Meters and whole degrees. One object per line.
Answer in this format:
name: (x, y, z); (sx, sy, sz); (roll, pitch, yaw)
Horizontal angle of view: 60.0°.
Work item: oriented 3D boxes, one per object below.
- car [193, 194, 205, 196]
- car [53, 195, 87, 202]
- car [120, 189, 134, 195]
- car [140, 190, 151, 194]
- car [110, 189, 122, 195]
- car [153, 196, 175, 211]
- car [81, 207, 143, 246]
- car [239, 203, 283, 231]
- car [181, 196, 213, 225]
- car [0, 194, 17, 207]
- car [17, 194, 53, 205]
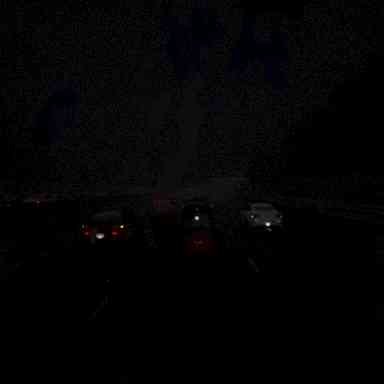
car: (0.848, 0.996, 40.536); (1.882, 1.535, 5.008); (0, 1, 2)
car: (-13.437, 1.087, 38.087); (2.033, 1.411, 5.357); (0, 1, 2)
car: (-14.852, 0.605, 78.287); (1.994, 1.385, 4.181); (0, 0, 4)
car: (-11.207, 0.320, 80.306); (2.097, 1.767, 4.553); (0, 0, 4)
car: (-18.195, 0.179, 80.723); (2.150, 2.045, 5.566); (0, 0, 4)
car: (-2.855, 1.135, 34.412); (2.033, 1.411, 5.357); (0, 1, 2)
car: (-3.286, 1.374, 14.300); (1.812, 1.442, 4.674); (0, 1, 1)
car: (3.781, 1.319, 18.682); (1.812, 1.442, 4.674); (0, 1, 1)
car: (0.336, 1.254, 21.957); (1.837, 1.490, 4.892); (0, 1, 1)
car: (-20.420, 1.010, 38.486); (1.882, 1.535, 5.008); (0, 1, 2)
car: (-16.965, 1.028, 37.103); (1.882, 1.535, 5.008); (0, 1, 2)
